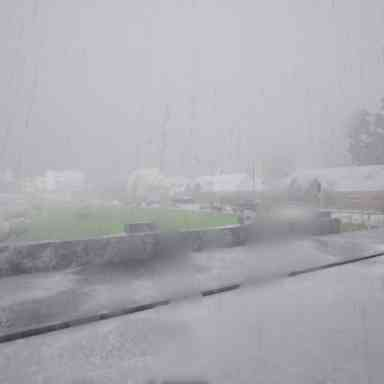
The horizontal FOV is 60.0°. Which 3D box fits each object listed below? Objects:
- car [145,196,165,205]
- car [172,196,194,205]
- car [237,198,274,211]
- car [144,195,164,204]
[{"bbox_3d":[-6.387,1.563,57.254,1.994,1.385,4.181,0,0,-35],"label":"car"},{"bbox_3d":[-1.653,1.476,57.635,1.882,1.535,5.008,0,0,-35],"label":"car"},{"bbox_3d":[7.215,1.502,38.054,1.837,1.490,4.892,0,0,-35],"label":"car"},{"bbox_3d":[-7.579,1.476,65.868,1.882,1.535,5.008,0,0,-35],"label":"car"}]
